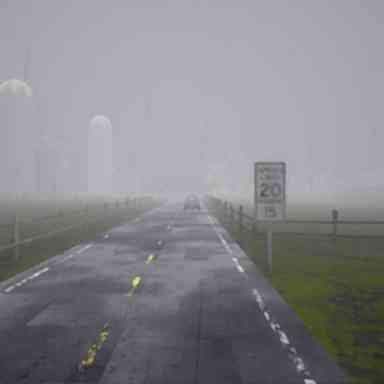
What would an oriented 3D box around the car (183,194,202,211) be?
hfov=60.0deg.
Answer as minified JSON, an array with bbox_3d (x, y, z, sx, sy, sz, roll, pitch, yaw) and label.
[{"bbox_3d":[0.009,1.273,36.668,2.128,1.511,4.902,0,0,0],"label":"car"}]

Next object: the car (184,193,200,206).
[{"bbox_3d":[0.017,1.071,47.632,2.097,1.767,4.553,0,0,0],"label":"car"}]
